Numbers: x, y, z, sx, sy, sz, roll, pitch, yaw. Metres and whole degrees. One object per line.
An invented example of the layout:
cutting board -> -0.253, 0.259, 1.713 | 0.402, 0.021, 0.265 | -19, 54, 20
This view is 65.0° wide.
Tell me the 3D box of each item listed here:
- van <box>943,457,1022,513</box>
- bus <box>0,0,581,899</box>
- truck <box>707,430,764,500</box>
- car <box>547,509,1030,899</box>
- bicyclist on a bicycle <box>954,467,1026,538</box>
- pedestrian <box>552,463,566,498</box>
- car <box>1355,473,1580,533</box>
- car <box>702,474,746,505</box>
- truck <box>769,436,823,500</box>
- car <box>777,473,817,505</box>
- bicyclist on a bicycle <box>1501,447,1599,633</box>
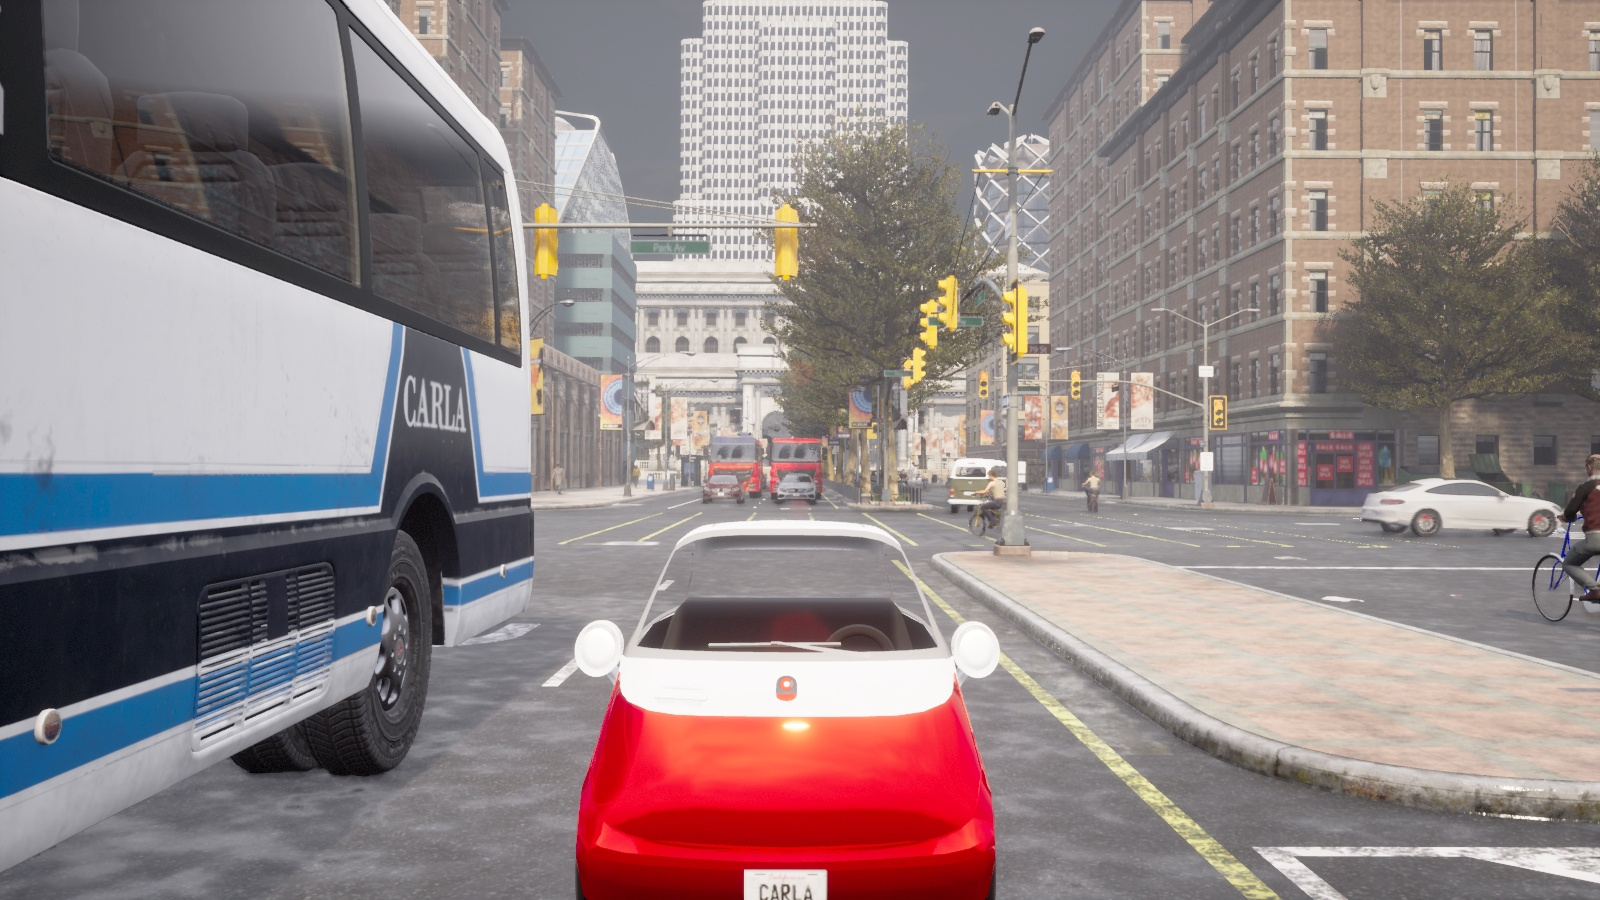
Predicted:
van -> 7.029, 1.315, 48.067 | 2.069, 2.038, 4.480 | 0, -1, 21
bus -> -3.542, -0.482, 3.917 | 3.944, 4.253, 10.273 | 0, -1, 0
truck -> -3.710, 0.902, 73.866 | 2.891, 3.827, 8.468 | 0, -1, 0
car -> -0.039, 0.953, 4.966 | 1.481, 1.376, 2.207 | 0, -1, 0
bicyclist on a bicycle -> 4.501, 1.233, 29.818 | 0.866, 1.612, 1.509 | -1, -1, -34
pedestrian -> -13.739, 1.727, 71.680 | 0.659, 1.952, 0.873 | 0, -1, 0
car -> 16.655, 1.301, 31.501 | 4.674, 1.442, 1.812 | 0, -1, 0
car -> -3.653, 1.877, 61.008 | 1.812, 1.442, 4.674 | 0, -1, 1
truck -> -0.204, 1.037, 71.874 | 2.891, 3.462, 7.936 | 0, -1, 0
car -> -0.118, 1.859, 60.803 | 1.812, 1.442, 4.674 | 0, -1, 1
bicyclist on a bicycle -> 7.942, 0.866, 12.700 | 0.659, 1.776, 1.843 | 0, -1, 0
